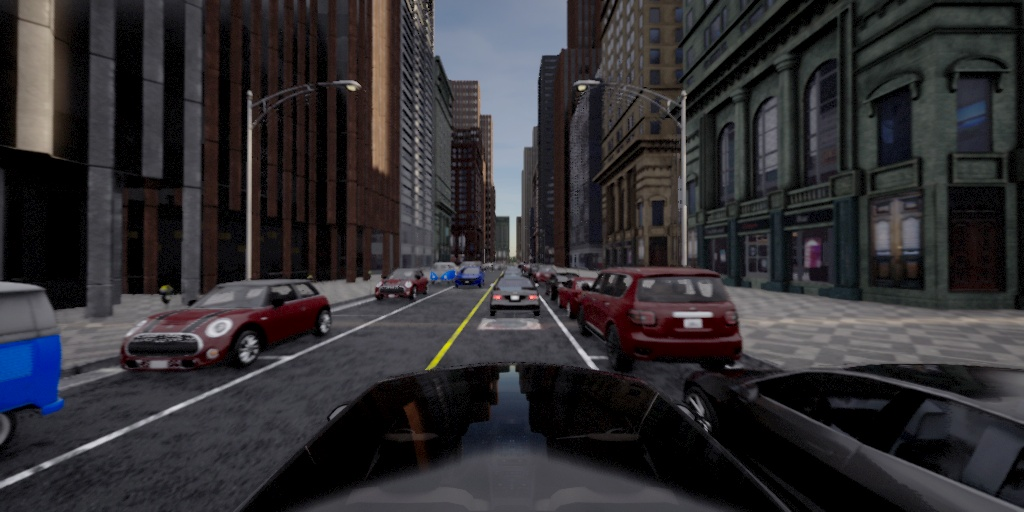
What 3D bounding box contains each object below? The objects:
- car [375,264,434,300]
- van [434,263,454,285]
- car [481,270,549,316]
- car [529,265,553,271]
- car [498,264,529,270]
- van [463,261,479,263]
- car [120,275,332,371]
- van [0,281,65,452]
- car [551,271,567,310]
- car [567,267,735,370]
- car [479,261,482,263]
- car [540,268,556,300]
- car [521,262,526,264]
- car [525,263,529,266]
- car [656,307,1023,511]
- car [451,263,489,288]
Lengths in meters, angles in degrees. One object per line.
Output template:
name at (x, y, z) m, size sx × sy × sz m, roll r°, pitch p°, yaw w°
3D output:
car at (-5.754, 1.408, 19.114) m, size 1.967 × 1.591 × 4.097 m, roll 0°, pitch 0°, yaw 0°
van at (-5.748, 1.451, 30.386) m, size 1.690 × 1.789 × 3.998 m, roll 0°, pitch 0°, yaw 0°
car at (0.103, 1.455, 14.277) m, size 2.033 × 1.411 × 5.357 m, roll 0°, pitch -1°, yaw 0°
car at (2.777, 1.549, 30.388) m, size 1.967 × 1.591 × 4.097 m, roll 0°, pitch 0°, yaw 0°
car at (0.114, 1.670, 31.400) m, size 2.033 × 1.411 × 5.357 m, roll 0°, pitch -1°, yaw 0°
van at (-5.740, 1.667, 47.294) m, size 1.690 × 1.789 × 3.998 m, roll 0°, pitch 0°, yaw 0°
car at (-5.759, 1.267, 7.841) m, size 1.967 × 1.591 × 4.097 m, roll 0°, pitch 0°, yaw 0°
van at (-5.762, 1.097, 2.205) m, size 1.690 × 1.789 × 3.998 m, roll 0°, pitch 0°, yaw 0°
car at (2.769, 1.442, 13.482) m, size 1.888 × 1.381 × 4.507 m, roll 0°, pitch 0°, yaw 0°
car at (2.766, 1.141, 7.846) m, size 2.192 × 1.841 × 5.009 m, roll 0°, pitch 0°, yaw 0°
car at (-5.737, 1.840, 52.929) m, size 1.967 × 1.591 × 4.097 m, roll 0°, pitch 0°, yaw 0°
car at (2.771, 1.534, 19.118) m, size 1.948 × 1.339 × 4.313 m, roll 0°, pitch 0°, yaw 0°
car at (2.791, 2.054, 58.568) m, size 1.802 × 1.307 × 4.207 m, roll 0°, pitch 0°, yaw 0°
car at (2.782, 1.819, 41.660) m, size 1.948 × 1.339 × 4.313 m, roll 0°, pitch 0°, yaw 0°
car at (2.763, 1.322, 2.210) m, size 1.948 × 1.339 × 4.313 m, roll 0°, pitch 0°, yaw 0°
car at (-3.087, 1.546, 27.138) m, size 1.882 × 1.535 × 5.008 m, roll 0°, pitch -1°, yaw 0°
